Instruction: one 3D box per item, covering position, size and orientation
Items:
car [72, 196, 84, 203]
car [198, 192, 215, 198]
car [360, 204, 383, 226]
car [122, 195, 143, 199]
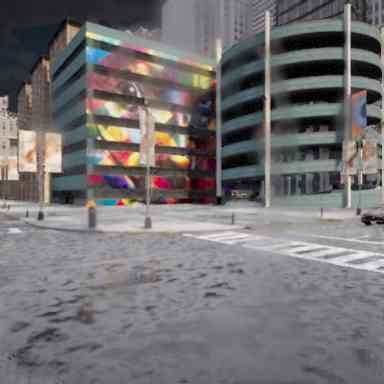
[{"bbox_3d":[-20.476,1.369,60.770,2.161,1.482,4.786,0,0,-36],"label":"car"},{"bbox_3d":[3.686,0.915,78.723,2.435,2.045,5.566,0,0,-36],"label":"car"},{"bbox_3d":[13.365,1.492,22.138,5.357,1.411,2.033,0,0,-36],"label":"car"},{"bbox_3d":[-9.997,1.266,53.289,2.002,1.452,4.674,0,0,-36],"label":"car"}]
